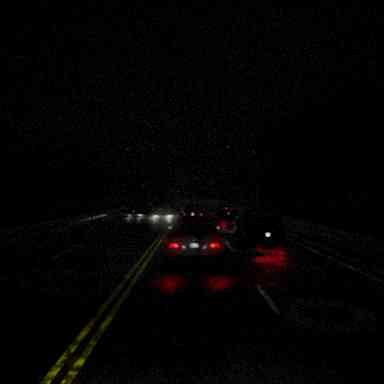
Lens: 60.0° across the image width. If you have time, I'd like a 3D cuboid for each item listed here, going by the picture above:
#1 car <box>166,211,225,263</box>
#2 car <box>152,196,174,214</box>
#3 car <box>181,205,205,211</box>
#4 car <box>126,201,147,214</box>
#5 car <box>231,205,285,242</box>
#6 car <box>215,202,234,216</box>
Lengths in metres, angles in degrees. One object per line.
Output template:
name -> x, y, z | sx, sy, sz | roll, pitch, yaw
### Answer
car -> 0.080, 1.634, 12.230 | 2.033, 1.411, 5.357 | 0, 0, 0
car -> -3.353, 1.520, 39.305 | 2.150, 2.045, 5.566 | 0, -1, 0
car -> 0.080, 1.752, 27.663 | 2.033, 1.411, 5.357 | 0, 0, 0
car -> -6.603, 1.852, 40.205 | 2.033, 1.411, 5.357 | 0, 0, 0
car -> 3.340, 1.627, 17.028 | 1.837, 1.490, 4.892 | 0, 0, 0
car -> 3.338, 1.736, 32.686 | 2.128, 1.511, 4.902 | 0, 0, 0
